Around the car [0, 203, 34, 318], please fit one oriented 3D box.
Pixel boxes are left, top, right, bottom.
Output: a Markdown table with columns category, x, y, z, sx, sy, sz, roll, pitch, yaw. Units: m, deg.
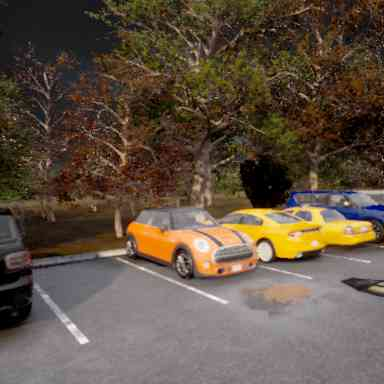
| category | x | y | z | sx | sy | sz | roll | pitch | yaw |
| --- | --- | --- | --- | --- | --- | --- | --- | --- | --- |
| car | -4.750 | 1.229 | 6.707 | 2.435 | 2.045 | 5.566 | -1 | 1 | -35 |

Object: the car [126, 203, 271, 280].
| category | x | y | z | sx | sy | sz | roll | pitch | yaw |
| --- | --- | --- | --- | --- | --- | --- | --- | --- | --- |
| car | -0.207 | 1.261 | 9.950 | 2.185 | 1.767 | 4.553 | -1 | 1 | -35 |

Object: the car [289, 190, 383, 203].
| category | x | y | z | sx | sy | sz | roll | pitch | yaw |
| --- | --- | --- | --- | --- | --- | --- | --- | --- | --- |
| car | 6.727 | 0.945 | 14.820 | 2.435 | 2.045 | 5.566 | -2 | 1 | -35 |

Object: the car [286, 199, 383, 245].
| category | x | y | z | sx | sy | sz | roll | pitch | yaw |
| --- | --- | --- | --- | --- | --- | --- | --- | --- | --- |
| car | 4.341 | 1.257 | 13.381 | 1.946 | 1.575 | 5.366 | -2 | 1 | -35 |

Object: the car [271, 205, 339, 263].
| category | x | y | z | sx | sy | sz | roll | pitch | yaw |
| --- | --- | --- | --- | --- | --- | --- | --- | --- | --- |
| car | 2.084 | 1.327 | 11.538 | 2.097 | 1.535 | 5.008 | -1 | 1 | -35 |
